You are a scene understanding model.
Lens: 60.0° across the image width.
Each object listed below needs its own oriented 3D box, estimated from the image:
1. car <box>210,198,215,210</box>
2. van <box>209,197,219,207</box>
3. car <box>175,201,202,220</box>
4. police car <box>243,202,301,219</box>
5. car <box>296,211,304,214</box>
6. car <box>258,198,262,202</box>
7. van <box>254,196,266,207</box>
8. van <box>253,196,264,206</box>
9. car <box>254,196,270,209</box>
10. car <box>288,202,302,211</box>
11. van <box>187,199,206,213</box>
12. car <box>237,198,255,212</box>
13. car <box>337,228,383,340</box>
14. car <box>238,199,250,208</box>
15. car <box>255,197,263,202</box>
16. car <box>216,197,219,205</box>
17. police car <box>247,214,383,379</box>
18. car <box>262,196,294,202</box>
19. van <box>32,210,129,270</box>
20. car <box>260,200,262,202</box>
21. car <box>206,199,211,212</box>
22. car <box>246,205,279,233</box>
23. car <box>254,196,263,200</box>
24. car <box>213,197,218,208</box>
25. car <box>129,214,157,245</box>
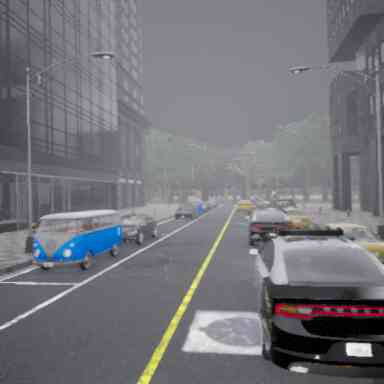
[{"bbox_3d":[1.909,2.059,49.185,1.947,1.339,4.313,-2,-1,9],"label":"car"},{"bbox_3d":[4.342,1.957,65.317,1.690,1.788,3.998,-2,-1,9],"label":"van"},{"bbox_3d":[-0.530,1.940,33.056,1.947,1.339,4.313,-2,-1,9],"label":"car"},{"bbox_3d":[3.605,1.508,15.874,1.930,1.638,5.238,-2,-1,9],"label":"police car"},{"bbox_3d":[4.669,1.522,10.447,1.752,1.417,4.829,-2,-1,9],"label":"car"},{"bbox_3d":[8.734,1.715,37.328,1.752,1.417,4.829,-2,-1,9],"label":"car"},{"bbox_3d":[11.956,1.691,58.667,1.690,1.788,3.998,-2,-1,9],"label":"van"},{"bbox_3d":[12.769,1.732,64.044,1.690,1.788,3.998,-2,-1,9],"label":"van"},{"bbox_3d":[11.142,1.624,53.292,2.192,1.841,5.009,-2,-1,9],"label":"car"},{"bbox_3d":[6.295,1.599,21.199,1.752,1.417,4.829,-2,-1,9],"label":"car"},{"bbox_3d":[0.277,1.755,38.435,1.690,1.788,3.998,-2,-1,9],"label":"van"},{"bbox_3d":[6.916,1.784,43.675,1.882,1.535,5.008,-2,0,9],"label":"car"},{"bbox_3d":[3.831,1.503,4.902,1.887,1.381,4.507,-2,-1,9],"label":"car"},{"bbox_3d":[8.950,1.972,57.211,1.994,1.385,4.181,-2,-1,9],"label":"car"},{"bbox_3d":[9.522,1.773,42.536,1.887,1.381,4.507,-2,-1,9],"label":"car"},{"bbox_3d":[3.532,2.015,59.939,1.967,1.590,4.097,-2,-1,9],"label":"car"},{"bbox_3d":[2.099,1.439,5.987,1.930,1.638,5.238,-2,-1,9],"label":"police car"},{"bbox_3d":[7.077,1.426,26.410,2.192,1.841,5.009,-2,-1,9],"label":"car"},{"bbox_3d":[-3.788,1.562,11.553,1.690,1.788,3.998,-2,-1,9],"label":"van"},{"bbox_3d":[7.896,1.700,31.783,2.008,1.369,4.403,-2,-1,9],"label":"car"},{"bbox_3d":[1.069,1.977,43.641,1.752,1.417,4.829,-2,-1,9],"label":"car"},{"bbox_3d":[4.488,1.650,21.696,1.812,1.442,4.674,-2,-1,9],"label":"car"},{"bbox_3d":[10.332,1.709,47.913,1.967,1.590,4.097,-2,-1,9],"label":"car"},{"bbox_3d":[2.696,2.058,54.394,1.752,1.417,4.829,-2,-1,9],"label":"car"},{"bbox_3d":[-2.969,1.809,16.927,2.008,1.369,4.403,-2,-1,9],"label":"car"}]
